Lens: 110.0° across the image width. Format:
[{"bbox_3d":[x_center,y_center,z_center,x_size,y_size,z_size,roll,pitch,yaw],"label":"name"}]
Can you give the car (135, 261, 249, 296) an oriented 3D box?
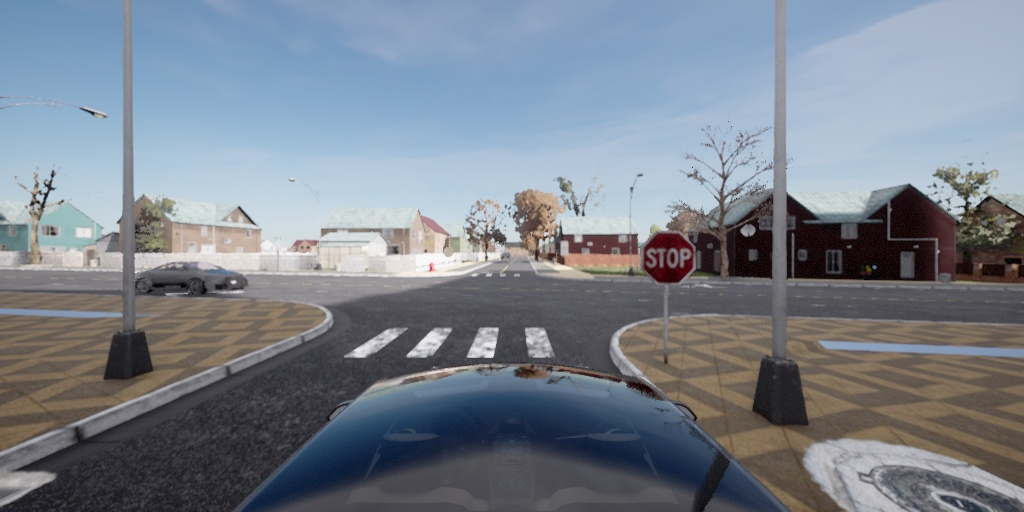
[{"bbox_3d":[-14.231,0.944,16.041,4.181,1.385,1.994,1,0,8],"label":"car"}]
